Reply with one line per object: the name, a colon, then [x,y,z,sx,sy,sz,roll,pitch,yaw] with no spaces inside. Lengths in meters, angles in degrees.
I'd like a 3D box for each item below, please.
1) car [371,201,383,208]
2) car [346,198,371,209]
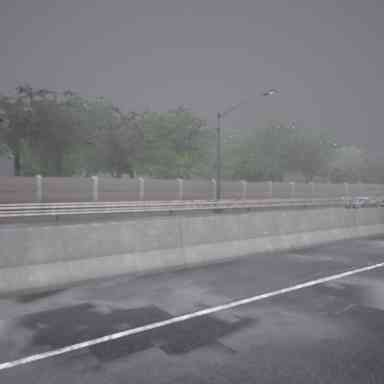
car: [22.340,1.462,37.099,4.181,1.385,1.994,0,0,-35]
car: [20.320,1.462,39.956,4.181,1.385,1.994,0,0,-35]
